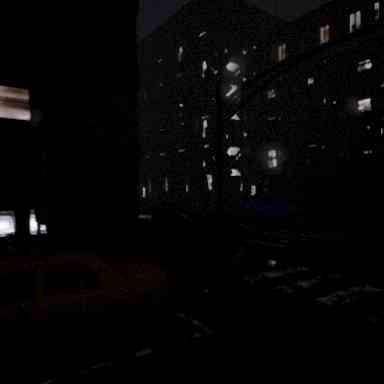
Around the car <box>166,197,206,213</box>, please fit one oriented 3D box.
[{"bbox_3d":[-0.760,1.313,34.970,1.752,1.417,4.829,-1,1,-36],"label":"car"}]

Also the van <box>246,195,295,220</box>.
[{"bbox_3d":[5.985,1.144,25.662,1.690,1.788,3.998,-1,1,-36],"label":"van"}]

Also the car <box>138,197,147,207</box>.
[{"bbox_3d":[-7.305,1.328,43.999,1.887,1.381,4.507,-1,1,-36],"label":"car"}]

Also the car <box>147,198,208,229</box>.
[{"bbox_3d":[-0.811,1.362,20.761,1.967,1.590,4.097,-1,1,-36],"label":"car"}]

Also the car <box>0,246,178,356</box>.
[{"bbox_3d":[-2.528,1.521,4.763,4.829,1.417,1.752,-1,0,-36],"label":"car"}]
